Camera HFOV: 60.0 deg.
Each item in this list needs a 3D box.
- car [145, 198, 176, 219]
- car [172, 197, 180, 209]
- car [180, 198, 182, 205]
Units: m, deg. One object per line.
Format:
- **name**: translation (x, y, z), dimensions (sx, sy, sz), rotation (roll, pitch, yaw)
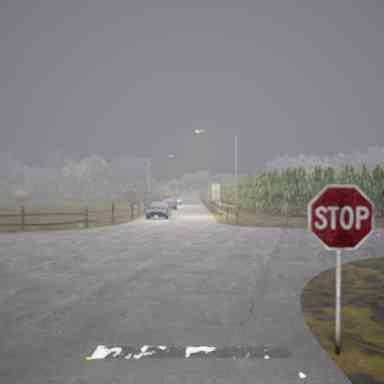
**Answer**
- **car**: translation (-2.788, 1.528, 28.753), dimensions (2.033, 1.411, 5.357), rotation (0, 0, 1)
- **car**: translation (-2.757, 1.473, 40.549), dimensions (1.812, 1.442, 4.674), rotation (0, 0, 0)
- **car**: translation (-2.696, 1.488, 55.095), dimensions (1.895, 1.301, 4.718), rotation (0, 0, 1)
